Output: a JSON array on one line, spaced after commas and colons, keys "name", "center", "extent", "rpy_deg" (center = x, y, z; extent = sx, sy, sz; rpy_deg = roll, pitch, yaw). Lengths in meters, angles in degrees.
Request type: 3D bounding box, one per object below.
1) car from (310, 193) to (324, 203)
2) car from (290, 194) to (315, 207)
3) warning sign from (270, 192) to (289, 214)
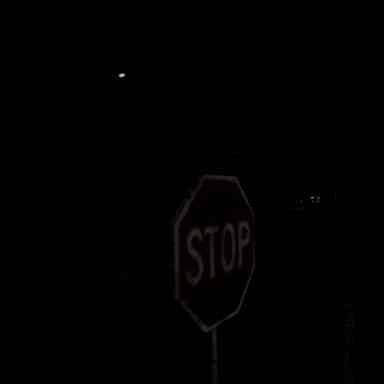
[{"name": "car", "center": [19.712, 0.948, 53.196], "extent": [2.097, 1.767, 4.553], "rpy_deg": [-1, 0, 32]}, {"name": "car", "center": [14.747, 1.271, 45.025], "extent": [1.895, 1.301, 4.718], "rpy_deg": [-1, 0, 32]}, {"name": "warning sign", "center": [7.609, 0.902, 28.863], "extent": [1.300, 1.860, 1.060], "rpy_deg": [-1, 0, 32]}]
